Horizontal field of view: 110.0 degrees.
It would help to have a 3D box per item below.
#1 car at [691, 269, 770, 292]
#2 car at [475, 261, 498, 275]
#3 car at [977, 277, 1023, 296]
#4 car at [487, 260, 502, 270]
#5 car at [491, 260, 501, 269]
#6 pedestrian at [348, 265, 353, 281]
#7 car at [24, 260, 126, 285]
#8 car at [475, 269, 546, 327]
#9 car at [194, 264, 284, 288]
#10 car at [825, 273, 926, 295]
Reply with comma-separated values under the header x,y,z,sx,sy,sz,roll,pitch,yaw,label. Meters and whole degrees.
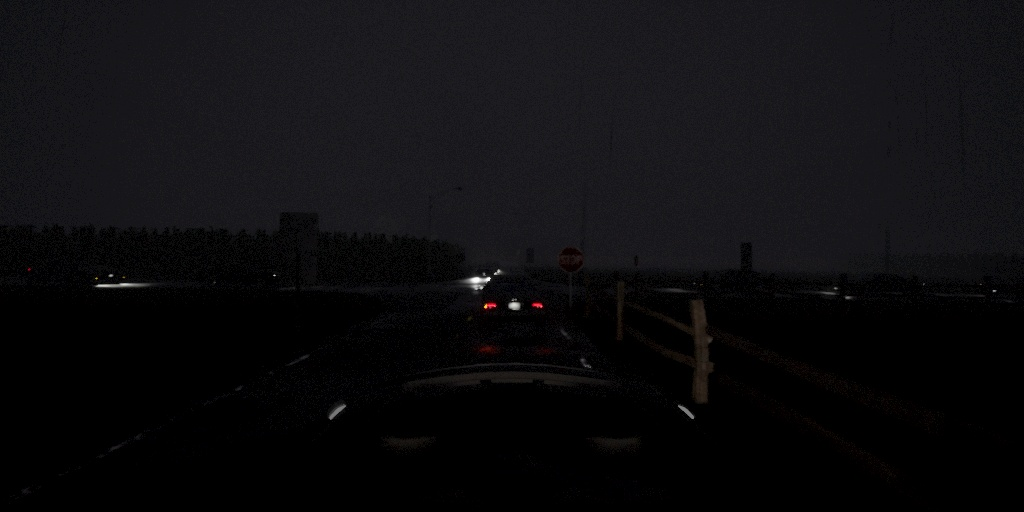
x,y,z,sx,sy,sz,roll,pitch,yaw,label
14.655,1.626,24.130,4.892,1.490,1.837,1,-1,0,car
-2.853,1.467,38.452,1.895,1.301,4.718,0,0,0,car
34.699,2.082,24.184,4.718,1.301,1.895,1,-1,0,car
-2.843,1.421,58.427,2.128,1.511,4.902,0,0,0,car
-2.855,1.445,48.297,2.033,1.411,5.357,0,0,0,car
-12.176,1.246,27.073,0.375,1.300,0.375,0,-2,0,pedestrian
-25.528,0.933,21.057,4.181,1.385,1.994,1,-1,0,car
-0.088,1.329,11.667,2.033,1.411,5.357,0,0,-3,car
-15.554,1.147,21.051,4.718,1.301,1.895,1,-1,1,car
24.434,1.844,24.164,5.357,1.411,2.033,1,-1,0,car
